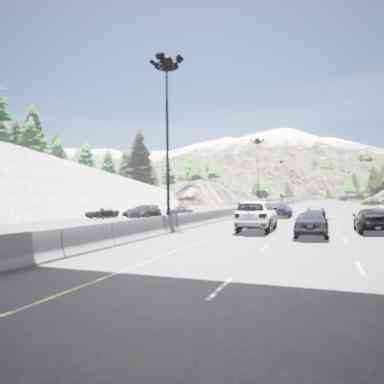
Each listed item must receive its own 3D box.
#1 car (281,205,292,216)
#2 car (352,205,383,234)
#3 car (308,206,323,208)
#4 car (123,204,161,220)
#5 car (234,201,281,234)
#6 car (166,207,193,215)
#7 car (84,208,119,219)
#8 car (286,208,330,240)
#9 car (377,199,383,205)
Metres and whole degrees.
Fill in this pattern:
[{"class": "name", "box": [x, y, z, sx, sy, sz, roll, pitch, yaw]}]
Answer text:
[{"class": "car", "box": [10.297, 2.158, 37.606, 1.812, 1.442, 4.674, -1, -1, 21]}, {"class": "car", "box": [11.308, 1.783, 20.874, 1.837, 1.490, 4.892, -1, -1, 21]}, {"class": "car", "box": [13.022, 2.140, 34.932, 1.895, 1.301, 4.718, -1, -1, 21]}, {"class": "car", "box": [-5.205, 2.184, 36.839, 2.097, 1.767, 4.553, -1, -1, 22]}, {"class": "car", "box": [4.377, 1.626, 22.375, 2.150, 2.045, 5.566, -1, -1, 21]}, {"class": "car", "box": [-1.378, 2.346, 36.994, 1.994, 1.385, 4.181, -1, -1, 22]}, {"class": "car", "box": [-11.077, 2.600, 41.015, 1.895, 1.301, 4.718, -1, -1, 22]}, {"class": "car", "box": [6.897, 1.850, 19.183, 2.033, 1.411, 5.357, -1, -1, 21]}, {"class": "car", "box": [19.540, 1.617, 32.404, 2.150, 2.045, 5.566, -1, -1, 21]}]
